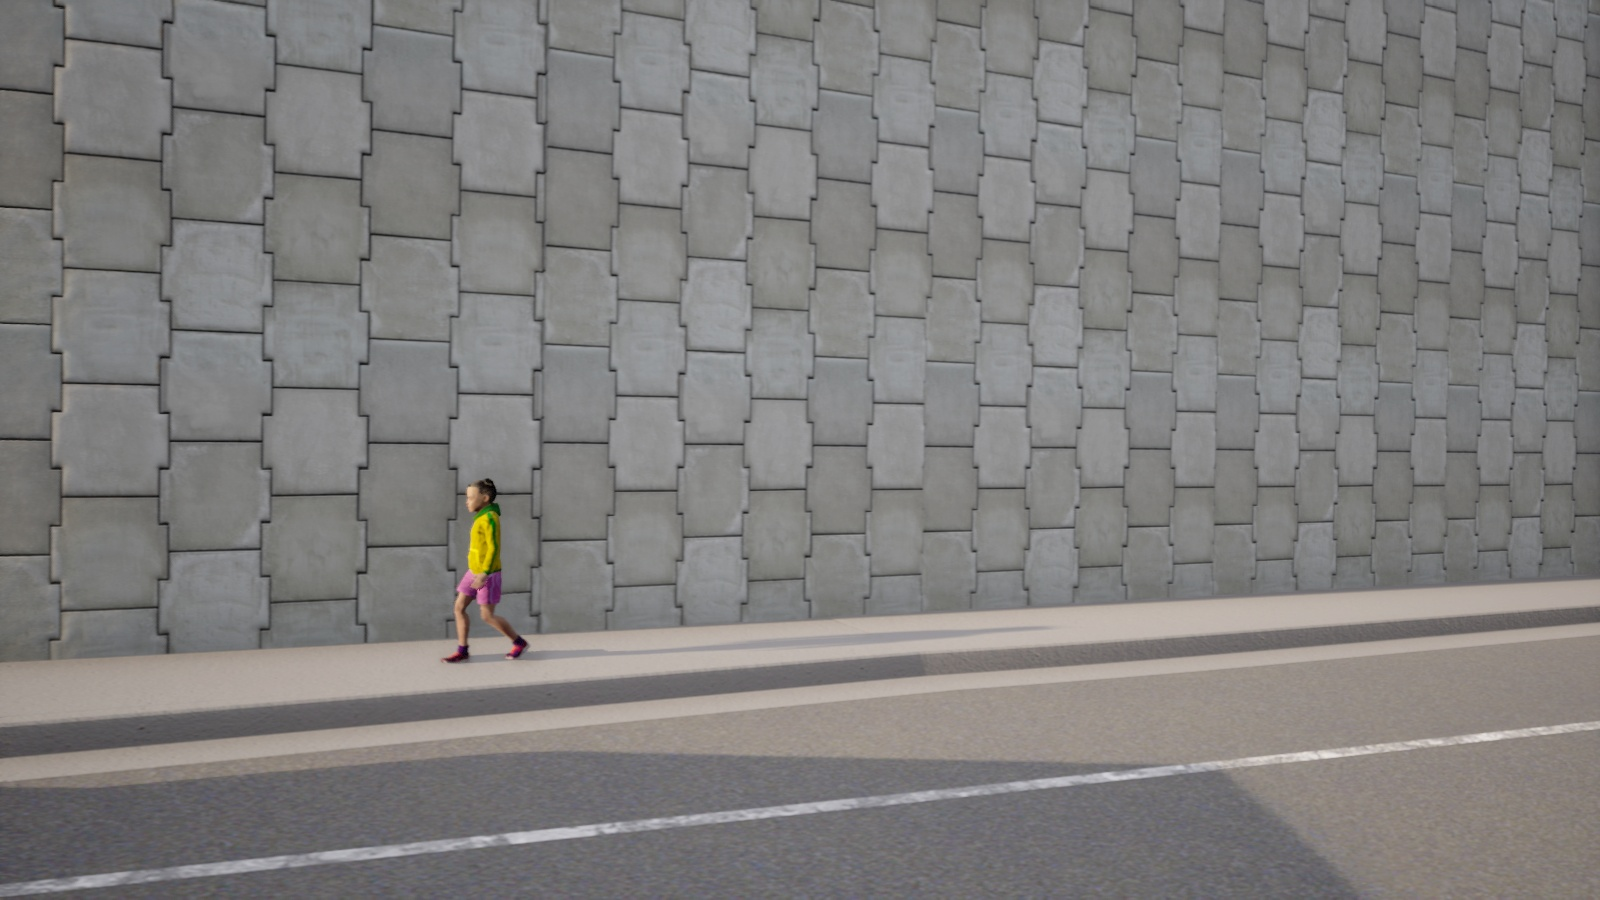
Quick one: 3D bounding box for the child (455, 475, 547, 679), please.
[{"bbox_3d":[-1.786,0.739,7.489,0.473,1.160,0.299,-1,1,-25],"label":"child"}]
